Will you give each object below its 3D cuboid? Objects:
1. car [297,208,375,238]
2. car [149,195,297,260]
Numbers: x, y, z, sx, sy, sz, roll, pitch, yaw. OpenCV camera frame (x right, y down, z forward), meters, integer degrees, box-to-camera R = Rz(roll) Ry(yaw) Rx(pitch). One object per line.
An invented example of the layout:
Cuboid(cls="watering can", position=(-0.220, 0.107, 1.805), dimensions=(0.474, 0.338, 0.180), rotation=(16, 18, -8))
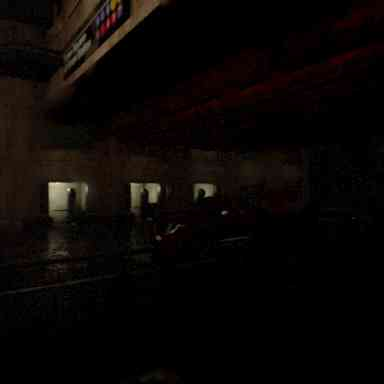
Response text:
Cuboid(cls="car", position=(7.130, 1.494, 17.052), dimensions=(4.718, 1.301, 1.895), rotation=(0, 0, -36))
Cuboid(cls="car", position=(1.131, 1.176, 12.722), dimensions=(5.566, 2.045, 2.435), rotation=(0, 0, -36))
